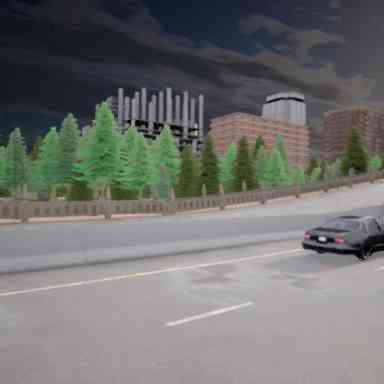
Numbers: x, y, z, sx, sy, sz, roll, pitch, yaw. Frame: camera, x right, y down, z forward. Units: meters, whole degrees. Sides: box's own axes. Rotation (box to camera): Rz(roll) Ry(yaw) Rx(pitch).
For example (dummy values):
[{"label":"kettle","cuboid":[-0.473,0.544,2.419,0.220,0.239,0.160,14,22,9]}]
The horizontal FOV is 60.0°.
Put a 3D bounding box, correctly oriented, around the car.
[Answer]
[{"label":"car","cuboid":[6.482,1.605,12.775,5.357,1.411,2.033,-1,1,-35]}]
